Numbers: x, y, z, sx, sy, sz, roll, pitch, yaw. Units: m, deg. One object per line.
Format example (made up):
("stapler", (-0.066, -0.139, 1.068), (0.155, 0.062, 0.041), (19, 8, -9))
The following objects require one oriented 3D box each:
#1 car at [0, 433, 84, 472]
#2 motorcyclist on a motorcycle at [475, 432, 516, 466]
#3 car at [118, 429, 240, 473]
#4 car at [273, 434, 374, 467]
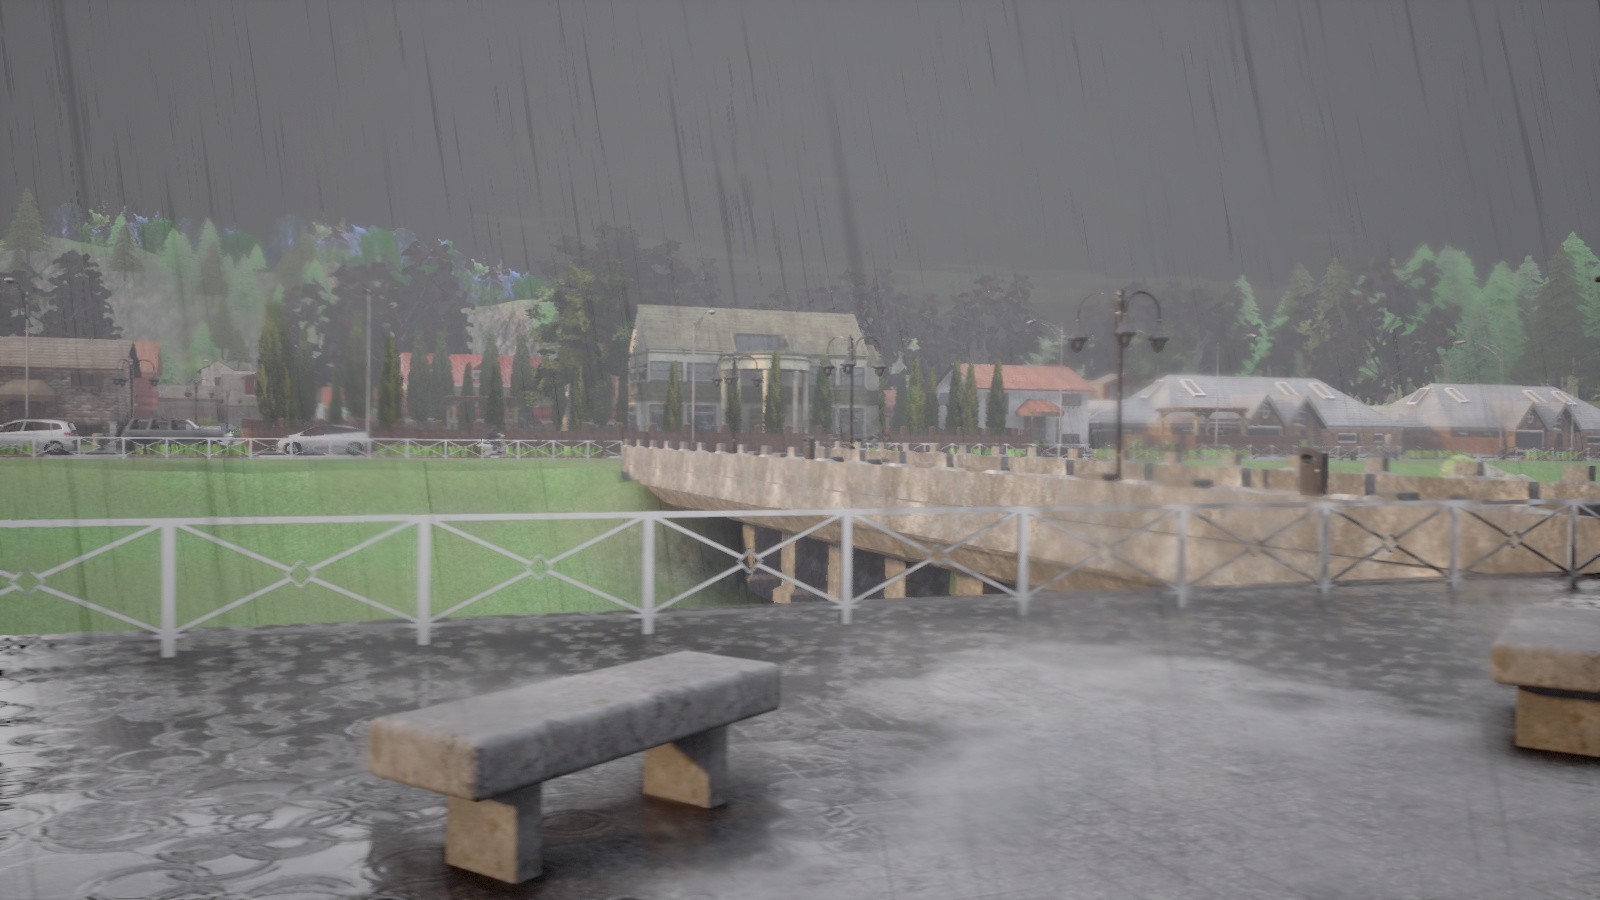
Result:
("car", (-35.026, 0.102, 56.457), (4.611, 1.667, 2.242), (-1, 1, -21))
("motorcyclist on a motorcycle", (-14.533, -0.067, 59.955), (1.817, 1.590, 0.866), (-1, 1, -21))
("car", (-27.196, 0.011, 55.149), (4.605, 1.855, 1.932), (-1, 1, -21))
("car", (-23.106, 0.002, 60.981), (4.514, 1.525, 2.007), (-1, 1, -21))
